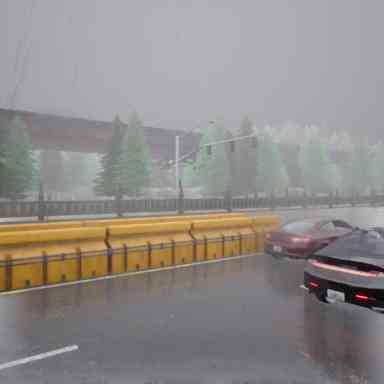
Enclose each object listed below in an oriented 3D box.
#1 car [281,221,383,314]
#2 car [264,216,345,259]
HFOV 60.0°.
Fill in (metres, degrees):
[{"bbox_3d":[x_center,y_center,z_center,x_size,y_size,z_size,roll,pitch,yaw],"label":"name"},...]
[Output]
[{"bbox_3d":[4.360,1.490,6.902,4.902,1.511,2.128,0,0,-35],"label":"car"},{"bbox_3d":[4.422,1.524,11.234,4.674,1.442,1.812,0,0,-35],"label":"car"}]
